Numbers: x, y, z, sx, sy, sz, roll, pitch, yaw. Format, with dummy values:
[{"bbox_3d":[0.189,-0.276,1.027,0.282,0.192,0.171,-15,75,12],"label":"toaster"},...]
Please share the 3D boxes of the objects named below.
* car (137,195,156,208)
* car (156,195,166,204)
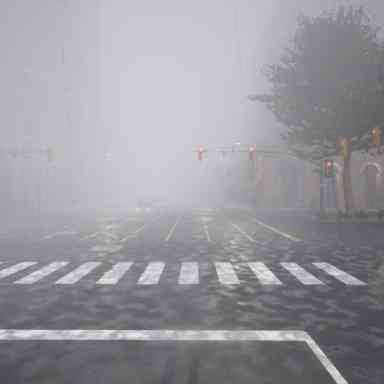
[{"bbox_3d":[-6.829,1.478,48.610,1.882,1.535,5.008,0,0,1],"label":"car"},{"bbox_3d":[-6.703,1.351,62.494,2.097,1.767,4.553,0,0,1],"label":"car"}]
